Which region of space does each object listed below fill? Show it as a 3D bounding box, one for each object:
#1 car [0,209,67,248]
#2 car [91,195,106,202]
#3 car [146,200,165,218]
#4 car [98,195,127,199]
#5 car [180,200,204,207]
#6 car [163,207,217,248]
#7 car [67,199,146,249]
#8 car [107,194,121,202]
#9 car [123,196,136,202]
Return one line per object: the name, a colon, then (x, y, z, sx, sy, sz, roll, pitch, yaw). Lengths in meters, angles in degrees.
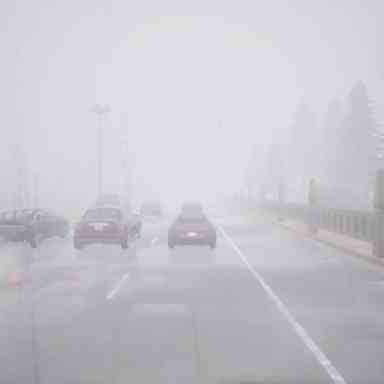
car: (-7.000, 1.492, 14.650, 2.128, 1.511, 4.902, 0, 0, 0)
car: (-21.000, 1.467, 74.739, 1.882, 1.535, 5.008, 0, 0, 0)
car: (-3.500, 1.492, 29.650, 2.128, 1.511, 4.902, 0, 0, 0)
car: (-7.000, 1.255, 29.680, 2.150, 2.045, 5.566, 0, 0, 0)
car: (0.000, 1.482, 29.650, 1.882, 1.535, 5.008, 0, 0, 0)
car: (0.000, 1.570, 14.650, 1.994, 1.385, 4.181, 0, 0, 0)
car: (-3.500, 1.363, 14.620, 2.097, 1.767, 4.553, 0, 0, 0)
car: (-17.500, 1.344, 74.769, 2.097, 1.767, 4.553, 0, 0, 0)
car: (-14.000, 1.584, 74.709, 1.895, 1.301, 4.718, 0, 0, 0)
